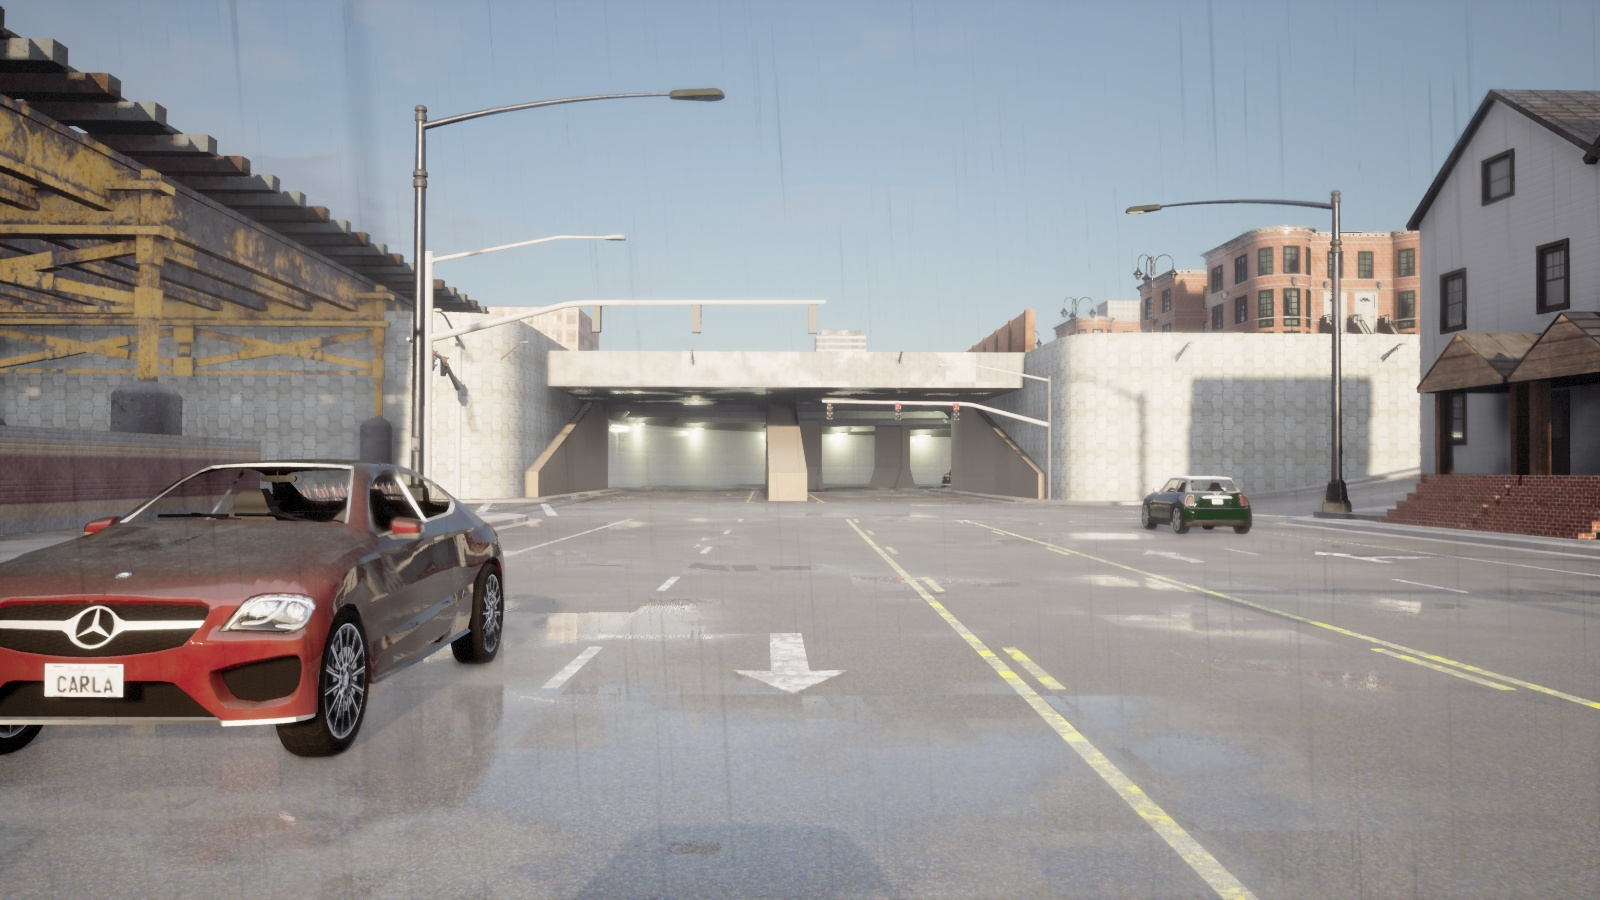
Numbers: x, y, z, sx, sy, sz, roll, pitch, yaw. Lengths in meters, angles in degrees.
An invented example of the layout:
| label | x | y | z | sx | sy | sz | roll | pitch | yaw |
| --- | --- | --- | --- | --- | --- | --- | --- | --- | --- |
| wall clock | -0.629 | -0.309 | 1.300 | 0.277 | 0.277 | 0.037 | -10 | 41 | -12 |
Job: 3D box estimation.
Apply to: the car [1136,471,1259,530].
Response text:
| label | x | y | z | sx | sy | sz | roll | pitch | yaw |
| --- | --- | --- | --- | --- | --- | --- | --- | --- | --- |
| car | 10.448 | 1.296 | 33.317 | 1.970 | 1.475 | 3.806 | 0 | -1 | -1 |

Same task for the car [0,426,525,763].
| label | x | y | z | sx | sy | sz | roll | pitch | yaw |
| --- | --- | --- | --- | --- | --- | --- | --- | --- | --- |
| car | -3.521 | 0.753 | 8.692 | 2.152 | 1.651 | 5.027 | 0 | -1 | 0 |
